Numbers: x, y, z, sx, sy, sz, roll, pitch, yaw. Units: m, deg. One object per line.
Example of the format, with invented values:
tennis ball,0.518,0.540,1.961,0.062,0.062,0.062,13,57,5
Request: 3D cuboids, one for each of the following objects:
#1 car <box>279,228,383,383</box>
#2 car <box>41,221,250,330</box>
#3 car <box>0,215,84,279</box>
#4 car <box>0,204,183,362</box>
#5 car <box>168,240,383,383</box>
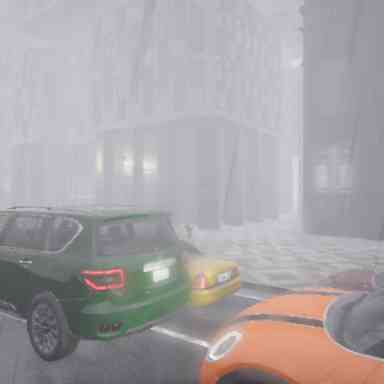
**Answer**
car,3.435,1.463,4.181,4.097,1.590,1.967,0,0,36
car,-1.279,1.555,7.570,4.829,1.417,1.752,0,0,36
car,-5.717,1.588,10.761,4.403,1.369,2.008,0,0,36
car,-2.606,1.245,6.183,5.566,2.045,2.150,0,0,36
car,2.281,1.366,2.563,4.553,1.767,2.097,0,0,34
